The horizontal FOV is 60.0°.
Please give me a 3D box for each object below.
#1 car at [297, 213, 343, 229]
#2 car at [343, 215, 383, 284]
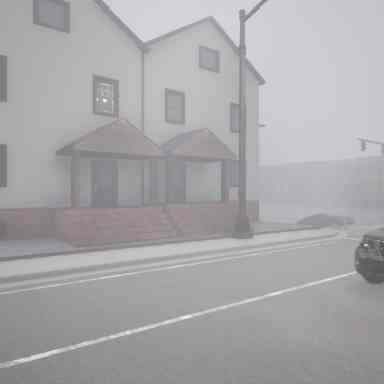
[{"bbox_3d":[11.056,2.506,27.829,1.837,1.490,4.892,-1,-13,-35],"label":"car"},{"bbox_3d":[6.484,1.221,8.372,5.566,2.045,2.150,0,0,-33],"label":"car"}]
